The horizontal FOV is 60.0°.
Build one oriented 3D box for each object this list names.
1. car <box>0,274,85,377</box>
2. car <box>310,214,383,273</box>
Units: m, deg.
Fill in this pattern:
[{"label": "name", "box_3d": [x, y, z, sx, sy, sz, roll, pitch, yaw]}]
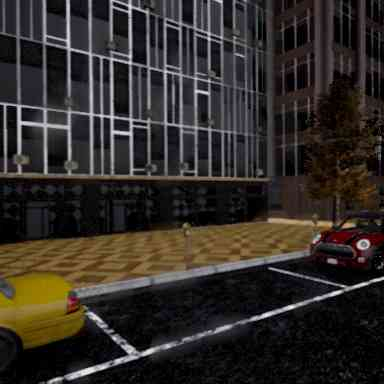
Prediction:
[{"label": "car", "box_3d": [-3.809, 1.526, 3.851, 4.829, 1.417, 1.752, 0, 0, -36]}, {"label": "car", "box_3d": [5.582, 1.432, 10.553, 4.097, 1.590, 1.967, 0, 0, -36]}]
